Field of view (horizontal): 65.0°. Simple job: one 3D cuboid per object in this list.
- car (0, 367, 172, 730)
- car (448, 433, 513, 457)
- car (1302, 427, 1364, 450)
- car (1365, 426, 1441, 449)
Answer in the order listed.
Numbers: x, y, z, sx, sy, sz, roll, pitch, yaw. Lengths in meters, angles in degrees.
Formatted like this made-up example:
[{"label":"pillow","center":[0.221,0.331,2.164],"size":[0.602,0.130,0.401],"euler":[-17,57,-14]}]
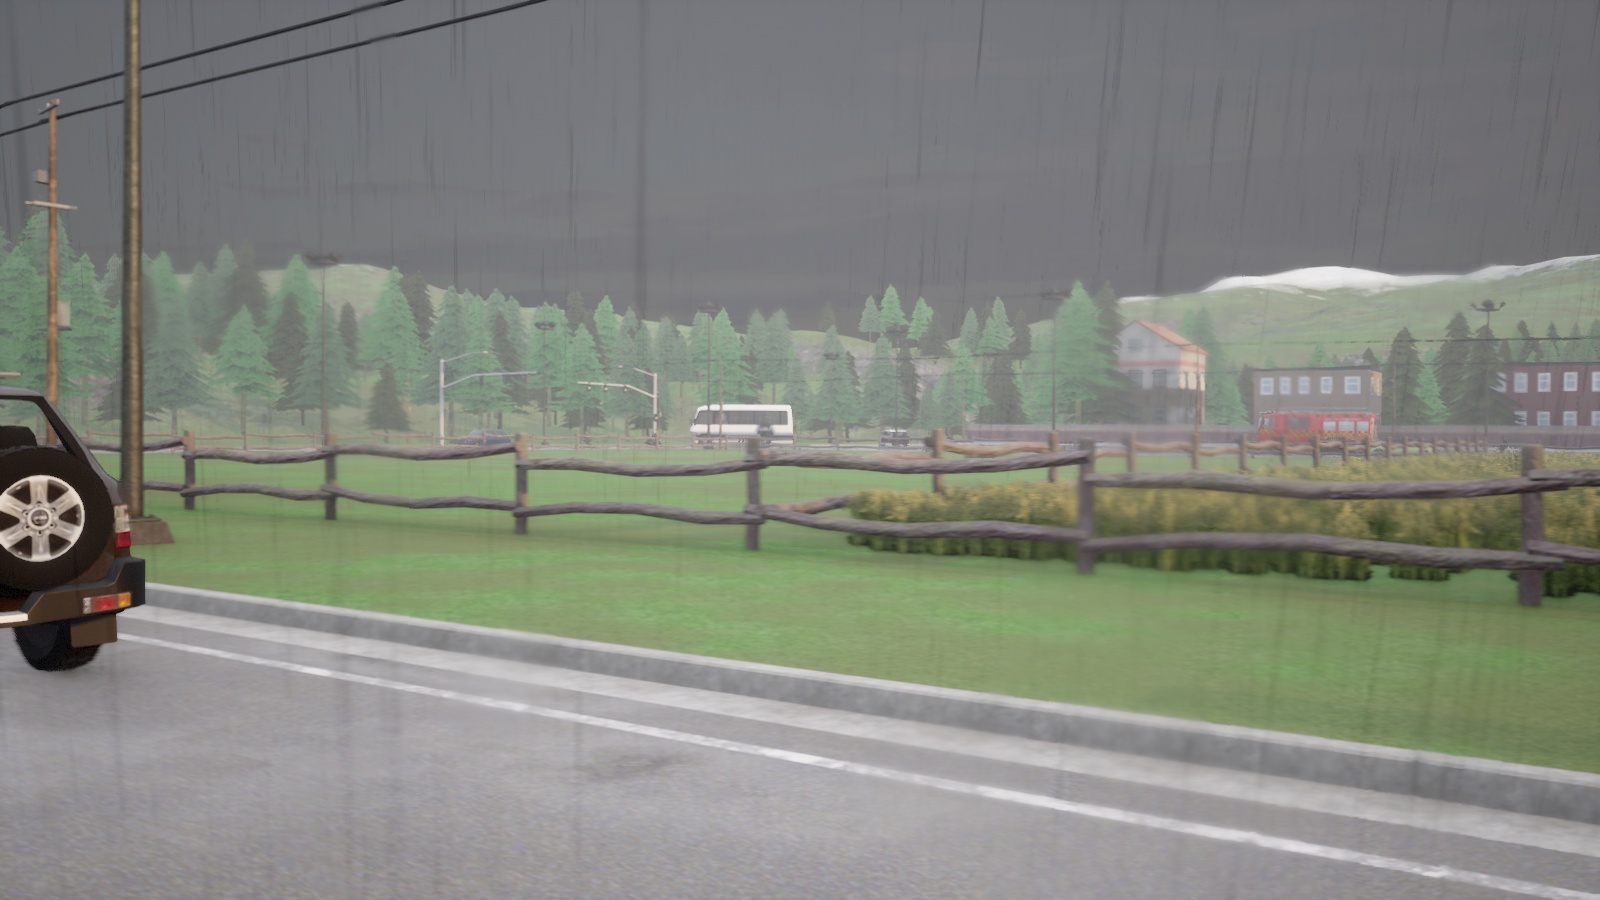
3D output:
[{"label":"car","center":[-6.052,0.509,7.641],"size":[4.605,1.855,1.932],"euler":[0,1,34]},{"label":"car","center":[-24.364,-0.418,95.977],"size":[2.097,1.767,4.553],"euler":[0,1,35]},{"label":"car","center":[36.845,-0.790,86.860],"size":[3.705,1.549,1.789],"euler":[0,1,34]},{"label":"car","center":[42.047,-0.883,87.582],"size":[4.514,1.525,2.007],"euler":[0,1,34]}]
